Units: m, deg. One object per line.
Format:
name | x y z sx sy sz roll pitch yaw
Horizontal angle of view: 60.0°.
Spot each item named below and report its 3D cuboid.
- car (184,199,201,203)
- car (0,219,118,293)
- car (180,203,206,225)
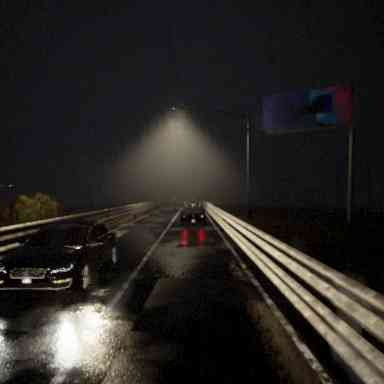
car | 0.098 1.635 41.528 2.097 1.767 4.553 0 0 -1
car | -3.349 1.568 9.164 1.837 1.490 4.892 0 0 0
car | 0.097 1.777 25.824 1.895 1.301 4.718 0 0 0
